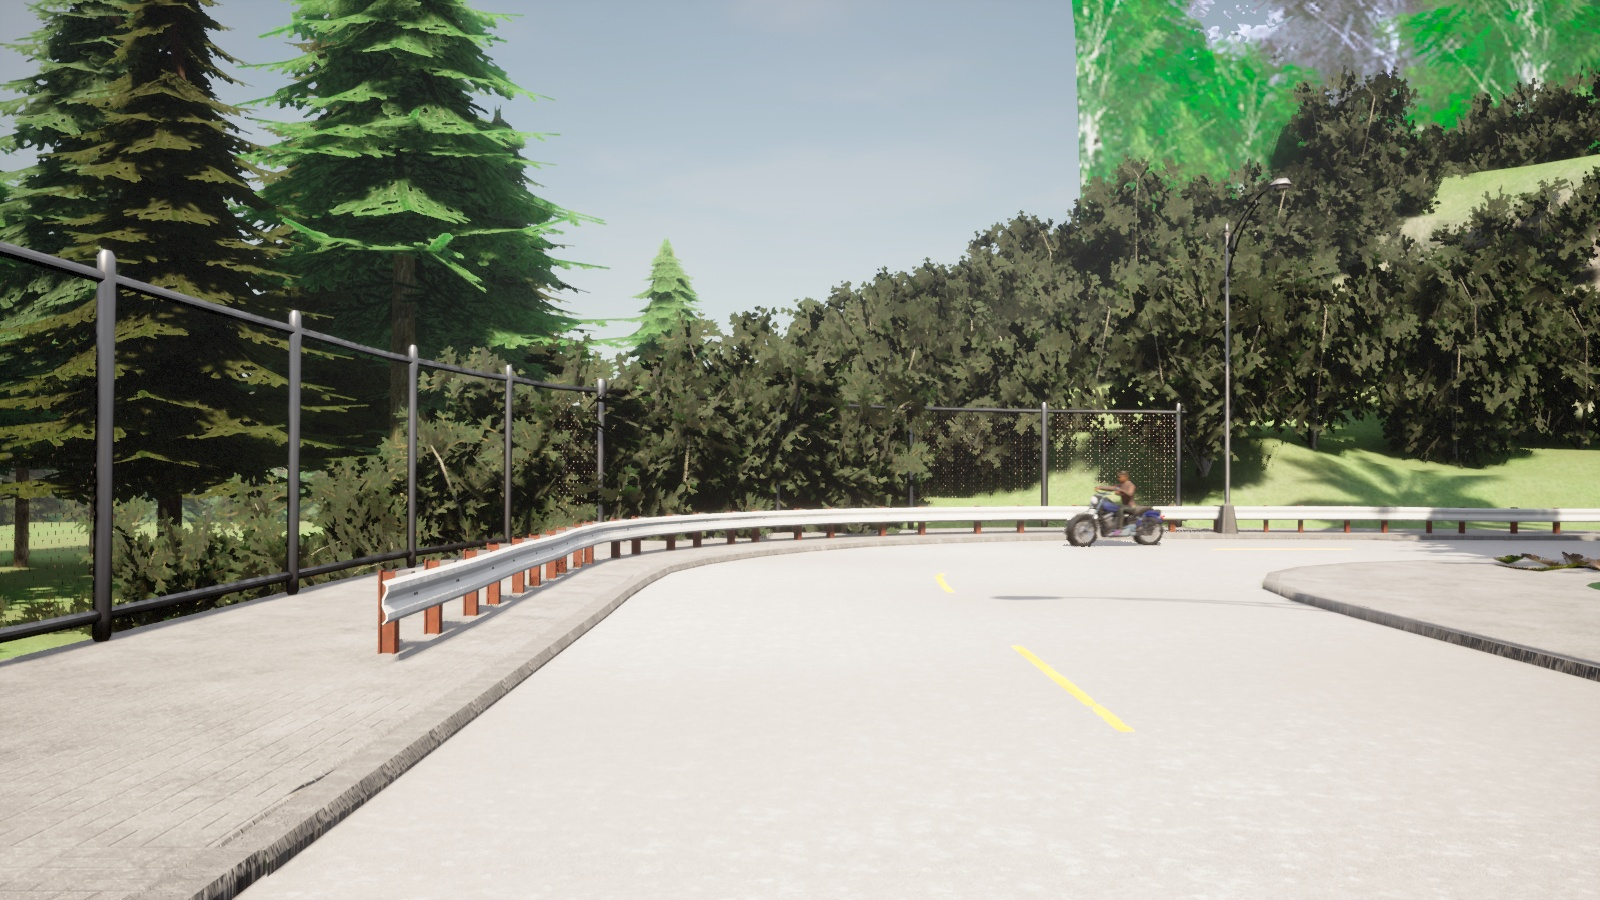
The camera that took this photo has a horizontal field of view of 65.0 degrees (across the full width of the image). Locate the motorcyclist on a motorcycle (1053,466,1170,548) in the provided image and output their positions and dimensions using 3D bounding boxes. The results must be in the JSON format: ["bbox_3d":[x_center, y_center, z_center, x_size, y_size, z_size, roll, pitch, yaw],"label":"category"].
[{"bbox_3d":[6.547,1.183,26.393,2.350,1.649,0.766,0,0,-20],"label":"motorcyclist on a motorcycle"}]
